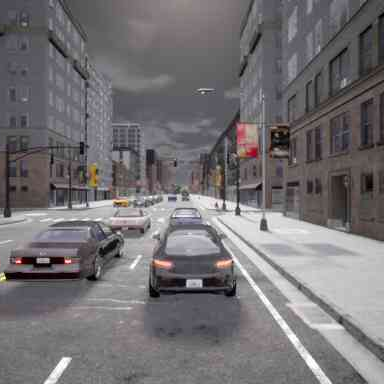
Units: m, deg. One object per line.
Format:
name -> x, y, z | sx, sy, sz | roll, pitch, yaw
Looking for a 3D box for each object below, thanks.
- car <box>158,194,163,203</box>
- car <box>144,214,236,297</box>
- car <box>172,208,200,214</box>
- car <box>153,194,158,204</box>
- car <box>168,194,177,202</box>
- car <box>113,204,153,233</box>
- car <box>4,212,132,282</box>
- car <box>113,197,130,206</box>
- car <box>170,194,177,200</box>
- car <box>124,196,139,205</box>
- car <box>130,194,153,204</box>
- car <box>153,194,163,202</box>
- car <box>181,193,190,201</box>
car -> -7.856, 1.549, 69.270 | 2.128, 1.511, 4.902 | 0, 0, -1
car -> -0.036, 1.527, 8.453 | 1.812, 1.442, 4.674 | 0, 0, -2
car -> -0.329, 1.551, 18.040 | 2.033, 1.411, 5.357 | 0, 0, -1
car -> -7.732, 1.513, 59.400 | 2.128, 1.511, 4.902 | 0, 0, -1
car -> -4.825, 1.498, 80.310 | 1.882, 1.535, 5.008 | 0, 0, -1
car -> -3.508, 1.605, 19.457 | 1.895, 1.301, 4.718 | 0, 0, -1
car -> -3.312, 1.549, 9.791 | 2.033, 1.411, 5.357 | 0, 0, -1
car -> -10.846, 1.497, 51.521 | 1.882, 1.535, 5.008 | 0, 0, -1
car -> -5.034, 1.392, 90.728 | 1.837, 1.490, 4.892 | 0, 0, -1
car -> -10.995, 1.548, 60.743 | 1.812, 1.442, 4.674 | 0, 0, -1
car -> -7.564, 1.510, 50.047 | 2.128, 1.511, 4.902 | 0, 0, -1
car -> -8.060, 1.366, 79.501 | 2.097, 1.767, 4.553 | 0, 0, -1
car -> -1.584, 1.616, 80.821 | 1.895, 1.301, 4.718 | 0, 0, -1
